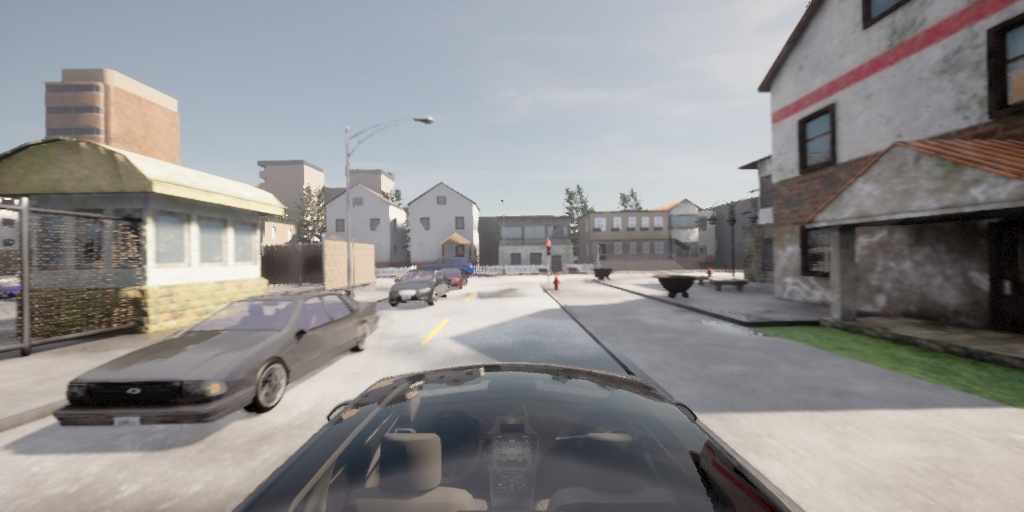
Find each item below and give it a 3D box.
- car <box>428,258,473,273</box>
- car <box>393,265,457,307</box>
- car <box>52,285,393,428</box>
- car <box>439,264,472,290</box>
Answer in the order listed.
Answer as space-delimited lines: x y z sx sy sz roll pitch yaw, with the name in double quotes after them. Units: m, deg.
-6.817 1.218 36.872 5.566 2.045 2.150 -1 -2 13 "car"
-4.126 1.368 16.516 2.128 1.511 4.902 -1 0 0 "car"
-4.115 1.388 6.479 2.033 1.411 5.357 -1 0 0 "car"
-4.081 1.477 23.906 1.994 1.385 4.181 -1 0 0 "car"
